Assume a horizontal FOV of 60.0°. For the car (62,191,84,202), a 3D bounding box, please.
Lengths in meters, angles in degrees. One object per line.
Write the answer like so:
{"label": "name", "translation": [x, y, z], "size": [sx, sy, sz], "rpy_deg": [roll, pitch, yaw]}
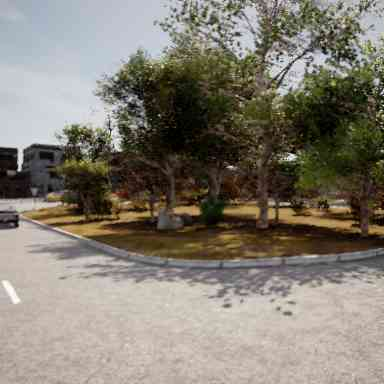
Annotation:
{"label": "car", "translation": [-19.596, 0.679, 54.566], "size": [2.185, 1.767, 4.553], "rpy_deg": [-1, 1, -36]}

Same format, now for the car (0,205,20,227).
{"label": "car", "translation": [-13.743, 1.668, 24.020], "size": [2.128, 1.511, 4.902], "rpy_deg": [1, -1, -35]}

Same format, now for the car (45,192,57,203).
{"label": "car", "translation": [-22.094, 0.838, 53.046], "size": [1.946, 1.575, 5.366], "rpy_deg": [-1, 1, -36]}

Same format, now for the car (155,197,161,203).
{"label": "car", "translation": [-6.303, 0.646, 49.066], "size": [2.435, 2.045, 5.566], "rpy_deg": [0, 1, -36]}

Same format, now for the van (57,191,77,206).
{"label": "van", "translation": [-15.441, 0.778, 42.635], "size": [1.878, 1.987, 4.442], "rpy_deg": [-1, 1, -36]}

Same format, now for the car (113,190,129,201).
{"label": "car", "translation": [-10.828, 0.938, 45.568], "size": [1.946, 1.575, 5.366], "rpy_deg": [-1, 1, -36]}
